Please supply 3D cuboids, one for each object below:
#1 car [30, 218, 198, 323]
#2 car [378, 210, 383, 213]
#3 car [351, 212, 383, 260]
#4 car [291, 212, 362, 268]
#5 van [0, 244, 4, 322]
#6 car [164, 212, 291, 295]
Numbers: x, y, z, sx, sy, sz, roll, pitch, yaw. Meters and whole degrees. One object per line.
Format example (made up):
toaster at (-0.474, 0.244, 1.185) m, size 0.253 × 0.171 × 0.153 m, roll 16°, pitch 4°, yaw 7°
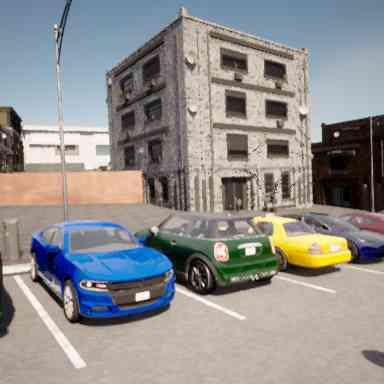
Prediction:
car at (-2.249, 1.422, 7.405) m, size 2.097 × 1.535 × 5.008 m, roll 0°, pitch 0°, yaw -35°
car at (6.946, 1.584, 13.954) m, size 2.002 × 1.452 × 4.674 m, roll 1°, pitch 0°, yaw -35°
car at (4.690, 1.543, 12.313) m, size 2.163 × 1.488 × 4.792 m, roll 1°, pitch 0°, yaw -36°
car at (2.293, 1.479, 10.867) m, size 1.946 × 1.575 × 5.366 m, roll 1°, pitch 0°, yaw -35°
van at (-4.572, 1.189, 5.885) m, size 1.878 × 1.987 × 4.442 m, roll 0°, pitch 0°, yaw -35°
car at (0.044, 1.323, 8.996) m, size 2.185 × 1.767 × 4.553 m, roll 1°, pitch 0°, yaw -35°
